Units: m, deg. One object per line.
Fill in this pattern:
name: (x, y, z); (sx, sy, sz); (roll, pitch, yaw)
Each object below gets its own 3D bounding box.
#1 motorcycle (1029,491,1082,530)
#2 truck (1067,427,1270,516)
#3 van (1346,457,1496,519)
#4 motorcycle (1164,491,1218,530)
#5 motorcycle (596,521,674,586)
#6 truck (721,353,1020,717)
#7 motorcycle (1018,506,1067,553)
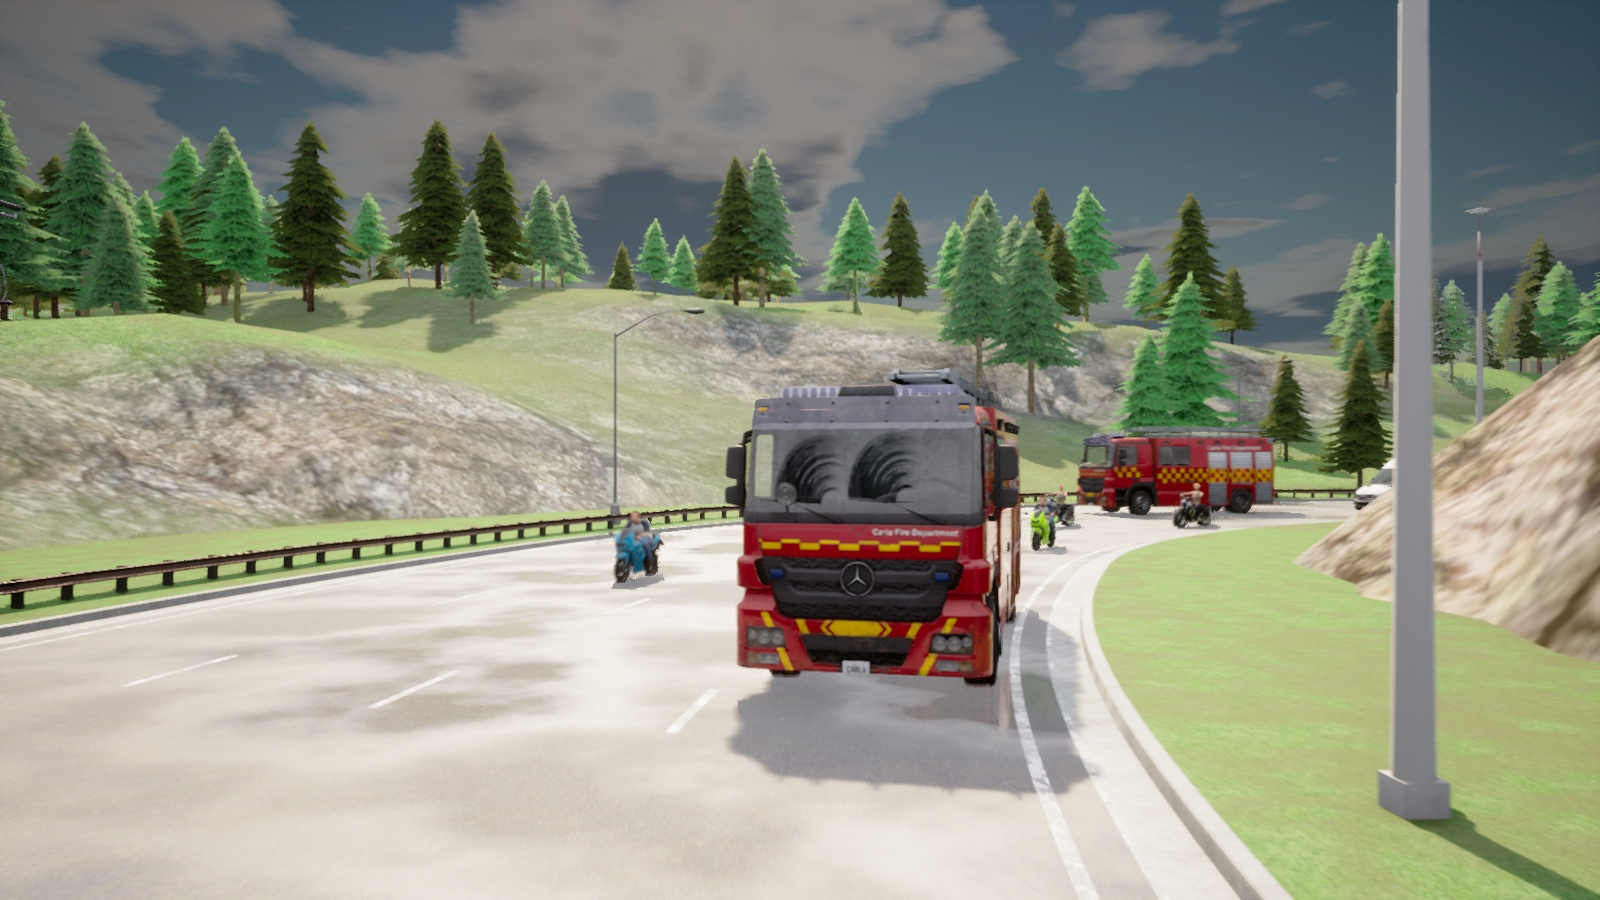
motorcycle: (9.310, 2.188, 41.553); (0.764, 1.307, 2.356); (0, 0, 43)
truck: (16.531, 0.931, 51.294); (8.468, 3.827, 2.891); (0, 0, -15)
van: (26.461, 1.575, 48.672); (5.915, 2.561, 1.988); (0, 0, -16)
motorcycle: (14.243, 2.188, 41.580); (2.356, 1.307, 0.764); (0, 1, -41)
motorcycle: (-3.524, 2.205, 24.620); (0.803, 1.199, 2.033); (1, 0, 19)
truck: (1.511, 0.904, 16.474); (2.891, 3.827, 8.468); (0, 0, 13)
motorcycle: (6.850, 2.213, 32.229); (0.803, 1.199, 2.033); (0, 0, 29)
